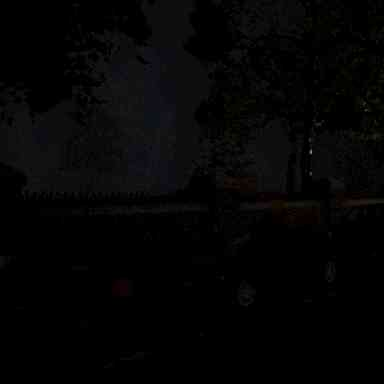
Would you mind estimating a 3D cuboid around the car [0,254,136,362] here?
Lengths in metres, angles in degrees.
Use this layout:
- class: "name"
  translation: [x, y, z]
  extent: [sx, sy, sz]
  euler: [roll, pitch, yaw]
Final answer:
- class: "car"
  translation: [-2.830, 1.582, 4.542]
  extent: [4.206, 1.307, 1.802]
  euler: [0, 0, -36]

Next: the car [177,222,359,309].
- class: "car"
  translation: [1.747, 1.540, 7.822]
  extent: [4.507, 1.381, 1.887]
  euler: [0, 0, -36]

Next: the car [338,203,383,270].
- class: "car"
  translation: [6.325, 1.306, 11.102]
  extent: [5.009, 1.841, 2.192]
  euler: [0, 0, -36]
